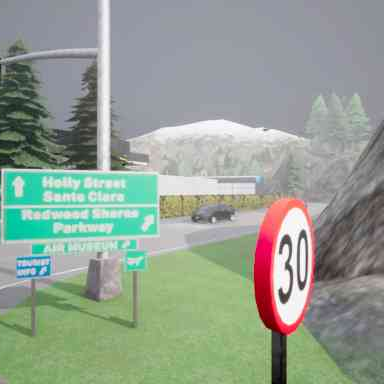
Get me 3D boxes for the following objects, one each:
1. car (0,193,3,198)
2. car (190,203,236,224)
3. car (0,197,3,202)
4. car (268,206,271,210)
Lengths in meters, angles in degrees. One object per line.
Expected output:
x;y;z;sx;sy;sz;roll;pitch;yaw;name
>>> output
-38.583;1.489;70.017;4.514;1.523;2.007;0;0;35;car
1.807;1.696;27.005;1.837;1.490;4.892;0;0;36;car
-12.386;1.504;26.071;1.905;1.878;3.866;0;0;35;car
10.823;1.739;39.361;2.033;1.411;5.357;0;0;36;car
